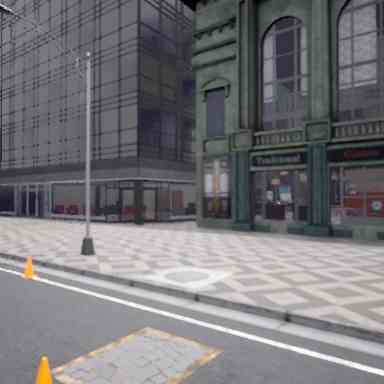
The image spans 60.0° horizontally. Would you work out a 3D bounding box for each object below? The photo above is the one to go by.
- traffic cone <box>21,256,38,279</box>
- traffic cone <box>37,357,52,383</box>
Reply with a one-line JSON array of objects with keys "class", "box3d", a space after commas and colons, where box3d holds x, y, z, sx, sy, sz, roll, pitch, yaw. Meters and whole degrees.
[{"class": "traffic cone", "box3d": [-4.595, 2.101, 9.407, 0.340, 0.580, 0.340, -1, -1, 36]}, {"class": "traffic cone", "box3d": [-1.530, 2.011, 3.440, 0.340, 0.580, 0.340, -1, -1, 36]}]
